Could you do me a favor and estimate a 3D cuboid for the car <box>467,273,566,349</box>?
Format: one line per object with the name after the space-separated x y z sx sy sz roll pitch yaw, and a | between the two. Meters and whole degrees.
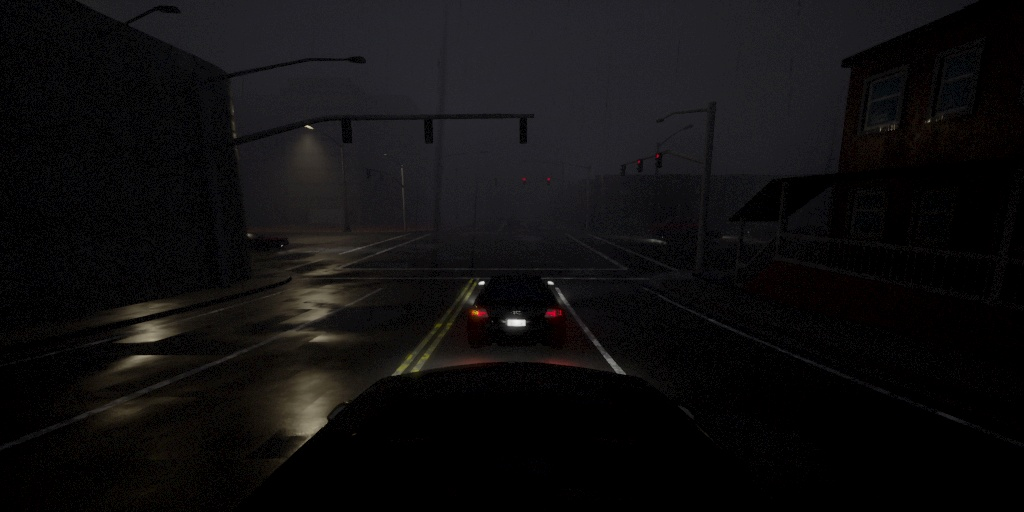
0.101 1.093 8.658 1.994 1.385 4.181 0 3 0 | car

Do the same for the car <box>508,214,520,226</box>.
0.322 -5.584 57.246 1.994 1.385 4.181 0 8 0 | car

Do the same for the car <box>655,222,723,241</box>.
16.876 -2.170 33.826 5.357 1.411 2.033 0 8 0 | car

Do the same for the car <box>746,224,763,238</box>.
27.042 -2.731 37.202 4.902 1.511 2.128 0 8 0 | car

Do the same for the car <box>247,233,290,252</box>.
-19.530 -1.085 26.976 4.718 1.301 1.895 0 8 0 | car

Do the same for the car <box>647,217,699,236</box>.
17.012 -3.001 37.240 5.566 2.045 2.150 0 8 0 | car

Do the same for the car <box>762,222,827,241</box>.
26.973 -2.234 33.736 5.008 1.535 1.882 0 8 0 | car
